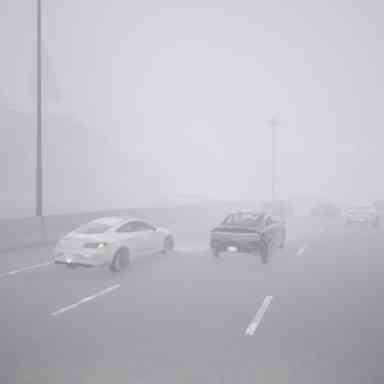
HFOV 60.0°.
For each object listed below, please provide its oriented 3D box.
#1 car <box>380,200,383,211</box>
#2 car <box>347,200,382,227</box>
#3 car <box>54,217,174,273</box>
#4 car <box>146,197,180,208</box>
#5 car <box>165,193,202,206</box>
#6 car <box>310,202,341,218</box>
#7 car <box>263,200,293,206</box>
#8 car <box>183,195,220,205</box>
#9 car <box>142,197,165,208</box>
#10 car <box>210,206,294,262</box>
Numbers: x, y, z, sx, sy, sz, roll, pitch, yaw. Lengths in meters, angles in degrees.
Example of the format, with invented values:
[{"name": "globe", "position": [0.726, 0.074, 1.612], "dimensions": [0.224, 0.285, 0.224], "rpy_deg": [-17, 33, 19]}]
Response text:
[{"name": "car", "position": [20.468, 1.537, 35.755], "dimensions": [2.033, 1.411, 5.357], "rpy_deg": [0, 0, 37]}, {"name": "car", "position": [11.884, 1.519, 23.032], "dimensions": [1.812, 1.442, 4.674], "rpy_deg": [0, 0, 31]}, {"name": "car", "position": [-2.267, 1.520, 10.741], "dimensions": [1.812, 1.442, 4.674], "rpy_deg": [0, 0, 23]}, {"name": "car", "position": [-4.294, 1.523, 49.658], "dimensions": [2.033, 1.411, 5.357], "rpy_deg": [0, 0, 36]}, {"name": "car", "position": [-0.578, 1.201, 42.812], "dimensions": [2.150, 2.045, 5.566], "rpy_deg": [0, 0, 35]}, {"name": "car", "position": [12.058, 1.554, 29.900], "dimensions": [1.994, 1.385, 4.181], "rpy_deg": [0, 0, 33]}, {"name": "car", "position": [7.662, 1.480, 29.520], "dimensions": [2.128, 1.511, 4.902], "rpy_deg": [0, 0, 32]}, {"name": "car", "position": [1.554, 1.474, 39.714], "dimensions": [2.128, 1.511, 4.902], "rpy_deg": [0, 0, 35]}, {"name": "car", "position": [-4.408, 1.470, 43.390], "dimensions": [2.128, 1.511, 4.902], "rpy_deg": [0, 0, 35]}, {"name": "car", "position": [2.210, 1.486, 12.197], "dimensions": [2.128, 1.511, 4.902], "rpy_deg": [0, 0, 24]}]
